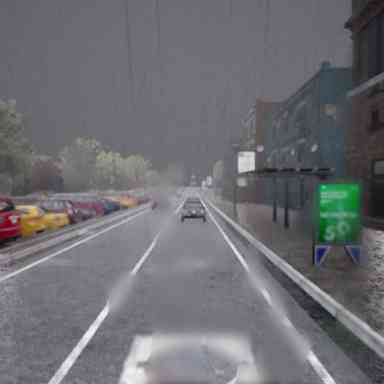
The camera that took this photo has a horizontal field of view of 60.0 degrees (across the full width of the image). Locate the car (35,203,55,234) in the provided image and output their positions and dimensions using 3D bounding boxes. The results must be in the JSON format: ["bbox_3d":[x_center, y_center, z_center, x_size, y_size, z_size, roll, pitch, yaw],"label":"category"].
[{"bbox_3d":[-9.588,1.457,15.858,5.008,1.535,2.097,0,1,0],"label":"car"}]

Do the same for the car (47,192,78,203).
[{"bbox_3d":[-22.362,0.901,57.697,4.553,1.767,2.185,0,1,0],"label":"car"}]

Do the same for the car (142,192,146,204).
[{"bbox_3d":[-9.313,1.184,46.473,4.792,1.488,2.163,0,1,0],"label":"car"}]

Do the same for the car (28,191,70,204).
[{"bbox_3d":[-22.348,0.838,52.126,5.566,2.045,2.435,0,1,0],"label":"car"}]

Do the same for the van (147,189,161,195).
[{"bbox_3d":[-9.066,0.708,65.950,4.442,1.987,1.878,0,1,0],"label":"van"}]

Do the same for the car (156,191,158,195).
[{"bbox_3d":[-9.414,0.995,60.389,5.366,1.575,1.946,0,1,0],"label":"car"}]

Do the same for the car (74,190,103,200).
[{"bbox_3d":[-22.246,0.614,71.494,5.566,2.045,2.435,0,1,0],"label":"car"}]

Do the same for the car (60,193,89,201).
[{"bbox_3d":[-22.255,0.992,63.266,4.792,1.488,2.163,0,1,0],"label":"car"}]

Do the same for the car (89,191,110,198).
[{"bbox_3d":[-22.181,0.640,79.849,4.553,1.767,2.185,0,1,0],"label":"car"}]

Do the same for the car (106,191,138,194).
[{"bbox_3d":[-9.357,1.087,40.904,4.553,1.767,2.185,0,1,0],"label":"car"}]

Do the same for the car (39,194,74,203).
[{"bbox_3d":[-22.360,1.060,54.913,4.892,1.521,2.231,0,1,0],"label":"car"}]

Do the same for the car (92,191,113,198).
[{"bbox_3d":[-22.158,0.607,82.633,4.553,1.767,2.185,0,1,0],"label":"car"}]

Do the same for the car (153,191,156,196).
[{"bbox_3d":[-9.257,1.032,57.605,4.892,1.521,2.231,0,1,0],"label":"car"}]

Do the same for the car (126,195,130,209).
[{"bbox_3d":[-9.436,1.310,35.340,4.674,1.452,2.002,0,1,0],"label":"car"}]

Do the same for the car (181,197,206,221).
[{"bbox_3d":[0.124,1.397,25.275,2.033,1.411,5.357,0,1,0],"label":"car"}]

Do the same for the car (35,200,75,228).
[{"bbox_3d":[-9.756,1.428,18.642,5.366,1.575,1.946,0,1,0],"label":"car"}]

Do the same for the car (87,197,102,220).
[{"bbox_3d":[-9.531,1.380,24.207,4.892,1.521,2.231,0,1,0],"label":"car"}]

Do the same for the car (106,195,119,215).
[{"bbox_3d":[-9.484,1.325,29.773,5.008,1.535,2.097,0,1,0],"label":"car"}]

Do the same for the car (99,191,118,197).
[{"bbox_3d":[-22.049,0.540,88.328,4.553,1.767,2.185,0,1,0],"label":"car"}]

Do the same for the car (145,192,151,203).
[{"bbox_3d":[-9.299,1.133,52.039,4.674,1.452,2.002,0,1,0],"label":"car"}]

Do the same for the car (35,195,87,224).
[{"bbox_3d":[-9.517,1.281,21.297,4.553,1.767,2.185,0,1,0],"label":"car"}]

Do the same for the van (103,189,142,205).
[{"bbox_3d":[-9.248,0.959,43.623,4.442,1.987,1.878,0,1,0],"label":"van"}]

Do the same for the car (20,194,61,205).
[{"bbox_3d":[-22.404,1.120,49.342,5.008,1.535,2.097,0,1,0],"label":"car"}]

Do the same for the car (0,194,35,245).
[{"bbox_3d":[-9.644,1.232,13.073,5.566,2.045,2.435,0,1,0],"label":"car"}]

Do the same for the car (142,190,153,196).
[{"bbox_3d":[-9.243,0.937,54.819,4.553,1.767,2.185,0,1,0],"label":"car"}]

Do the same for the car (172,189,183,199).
[{"bbox_3d":[-3.012,0.766,76.978,1.837,1.490,4.892,0,1,0],"label":"car"}]

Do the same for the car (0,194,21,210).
[{"bbox_3d":[-22.459,1.112,38.203,4.553,1.767,2.185,0,1,0],"label":"car"}]

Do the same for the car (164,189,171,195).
[{"bbox_3d":[-8.838,0.700,85.433,5.366,1.575,1.946,0,1,0],"label":"car"}]

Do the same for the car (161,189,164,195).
[{"bbox_3d":[-9.132,0.649,68.734,5.566,2.045,2.435,0,1,0],"label":"car"}]

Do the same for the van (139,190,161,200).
[{"bbox_3d":[-9.022,0.643,71.392,4.442,1.987,1.878,0,1,0],"label":"van"}]

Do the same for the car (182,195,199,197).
[{"bbox_3d":[0.182,1.169,42.731,2.128,1.511,4.902,0,1,0],"label":"car"}]

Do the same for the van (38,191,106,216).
[{"bbox_3d":[-9.618,1.126,26.989,4.442,1.987,1.878,0,1,0],"label":"van"}]

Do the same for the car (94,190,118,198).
[{"bbox_3d":[-22.131,0.447,85.542,5.566,2.045,2.435,0,1,0],"label":"car"}]

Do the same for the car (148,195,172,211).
[{"bbox_3d":[-3.290,1.345,36.197,1.895,1.301,4.718,0,1,0],"label":"car"}]

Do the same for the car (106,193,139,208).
[{"bbox_3d":[-9.225,1.239,38.121,5.366,1.575,1.946,0,1,0],"label":"car"}]

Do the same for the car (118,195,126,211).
[{"bbox_3d":[-9.451,1.298,32.556,5.008,1.535,2.097,0,1,0],"label":"car"}]

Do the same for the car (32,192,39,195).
[{"bbox_3d":[-22.439,1.180,43.774,5.008,1.535,2.097,0,1,0],"label":"car"}]

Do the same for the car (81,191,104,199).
[{"bbox_3d":[-22.162,0.705,74.404,4.553,1.767,2.185,0,1,0],"label":"car"}]

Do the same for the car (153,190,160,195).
[{"bbox_3d":[-9.199,0.967,63.171,4.892,1.521,2.231,0,1,0],"label":"car"}]
